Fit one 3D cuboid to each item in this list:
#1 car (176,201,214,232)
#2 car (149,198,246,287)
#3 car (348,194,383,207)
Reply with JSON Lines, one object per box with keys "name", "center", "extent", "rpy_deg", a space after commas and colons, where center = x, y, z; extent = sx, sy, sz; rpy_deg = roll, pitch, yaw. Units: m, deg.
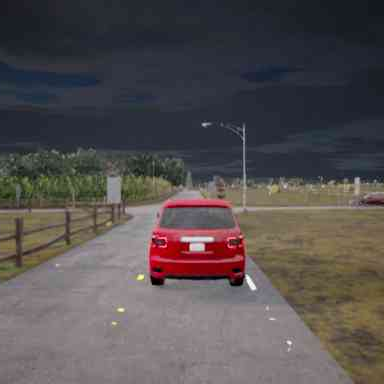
{"name": "car", "center": [0.190, 1.385, 20.455], "extent": [2.033, 1.411, 5.357], "rpy_deg": [0, 1, 1]}
{"name": "car", "center": [0.137, 1.176, 9.354], "extent": [2.150, 2.045, 5.566], "rpy_deg": [0, 0, 1]}
{"name": "car", "center": [19.815, 0.904, 36.807], "extent": [4.674, 1.442, 1.812], "rpy_deg": [-1, -1, 0]}
